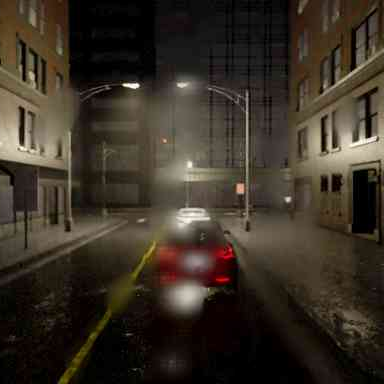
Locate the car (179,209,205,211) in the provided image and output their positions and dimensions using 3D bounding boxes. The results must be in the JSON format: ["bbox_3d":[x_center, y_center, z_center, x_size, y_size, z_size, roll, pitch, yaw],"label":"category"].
[{"bbox_3d":[0.016,1.562,18.309,1.895,1.301,4.718,0,0,0],"label":"car"}]

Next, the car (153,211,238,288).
[{"bbox_3d":[0.067,1.484,9.216,2.163,1.488,4.792,0,0,-1],"label":"car"}]
